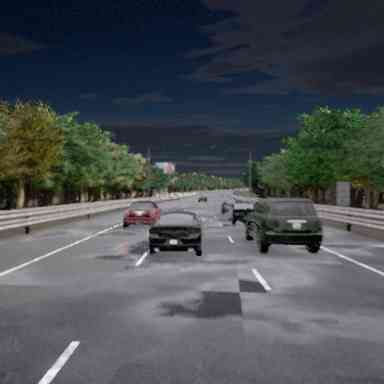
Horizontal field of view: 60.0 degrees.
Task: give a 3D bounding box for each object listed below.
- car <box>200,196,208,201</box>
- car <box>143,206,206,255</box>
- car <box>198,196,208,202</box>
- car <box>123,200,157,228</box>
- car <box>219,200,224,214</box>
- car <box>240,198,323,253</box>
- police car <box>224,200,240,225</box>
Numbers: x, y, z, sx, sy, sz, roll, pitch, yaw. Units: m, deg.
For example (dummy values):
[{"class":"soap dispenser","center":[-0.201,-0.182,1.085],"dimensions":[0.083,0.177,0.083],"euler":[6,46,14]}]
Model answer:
[{"class":"car","center":[3.264,1.685,88.688],"dimensions":[2.033,1.411,5.357],"euler":[0,0,4]},{"class":"car","center":[-0.484,1.499,13.528],"dimensions":[1.882,1.535,5.008],"euler":[0,0,3]},{"class":"car","center":[2.536,1.627,78.167],"dimensions":[1.837,1.490,4.892],"euler":[0,0,4]},{"class":"car","center":[-3.167,1.384,22.447],"dimensions":[2.097,1.767,4.553],"euler":[0,0,1]},{"class":"car","center":[4.033,1.554,35.750],"dimensions":[2.128,1.511,4.902],"euler":[0,0,2]},{"class":"car","center":[3.581,1.246,13.934],"dimensions":[2.150,2.045,5.566],"euler":[0,0,1]},{"class":"police car","center":[3.760,1.469,24.939],"dimensions":[1.930,1.638,5.238],"euler":[0,0,1]}]
